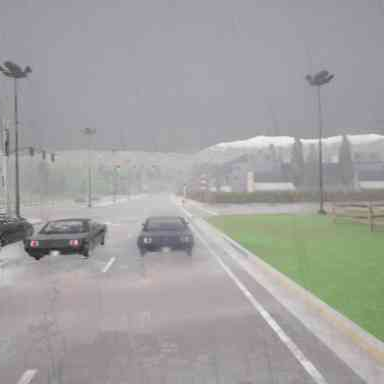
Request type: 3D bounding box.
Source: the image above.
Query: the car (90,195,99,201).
[{"bbox_3d":[-26.598,1.691,90.531,1.882,1.535,5.008,-1,0,-5],"label":"car"}]

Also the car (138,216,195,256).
[{"bbox_3d":[-1.025,1.587,13.061,1.895,1.301,4.718,-1,0,-5],"label":"car"}]

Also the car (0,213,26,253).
[{"bbox_3d":[-8.082,1.587,13.453,2.128,1.511,4.902,-1,0,-5],"label":"car"}]

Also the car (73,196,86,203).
[{"bbox_3d":[-25.258,1.731,74.835,1.837,1.490,4.892,-1,0,-5],"label":"car"}]

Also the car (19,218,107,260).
[{"bbox_3d":[-4.509,1.643,12.729,1.895,1.301,4.718,-1,0,-5],"label":"car"}]
